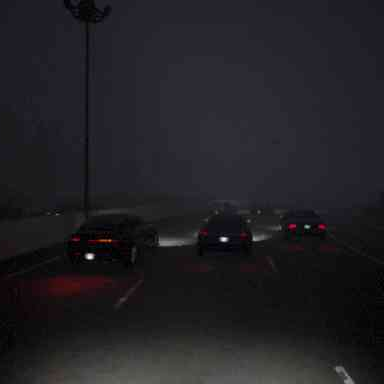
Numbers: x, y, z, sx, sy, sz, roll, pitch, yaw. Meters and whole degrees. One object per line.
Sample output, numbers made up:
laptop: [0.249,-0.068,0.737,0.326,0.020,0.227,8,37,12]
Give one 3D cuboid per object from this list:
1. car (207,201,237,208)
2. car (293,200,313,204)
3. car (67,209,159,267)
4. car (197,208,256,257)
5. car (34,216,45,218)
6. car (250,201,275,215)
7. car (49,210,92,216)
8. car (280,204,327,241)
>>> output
car: [3.037,1.588,32.768,1.895,1.301,4.718,0,0,21]
car: [11.840,1.573,35.605,1.812,1.442,4.674,0,0,24]
car: [-2.443,1.475,11.314,1.837,1.490,4.892,0,0,7]
car: [1.382,1.560,13.156,1.994,1.385,4.181,0,0,9]
car: [-10.299,1.446,26.334,2.033,1.411,5.357,0,0,15]
car: [7.239,1.617,33.883,1.895,1.301,4.718,0,0,22]
car: [-7.452,1.523,23.257,1.895,1.301,4.718,0,0,14]
car: [5.568,1.569,16.986,2.033,1.411,5.357,0,0,12]
